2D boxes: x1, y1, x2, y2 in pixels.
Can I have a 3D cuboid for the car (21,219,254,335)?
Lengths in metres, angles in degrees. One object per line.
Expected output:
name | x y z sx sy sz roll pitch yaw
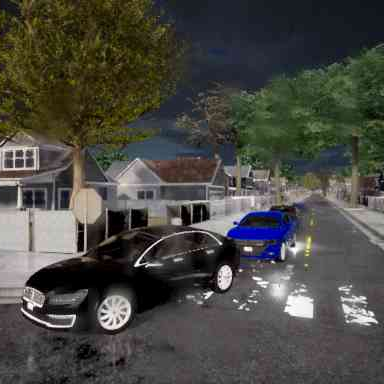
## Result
car | -0.868 1.507 6.935 1.837 1.490 4.892 0 0 42

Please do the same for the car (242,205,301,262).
car | 2.729 1.478 12.474 1.882 1.535 5.008 0 0 24

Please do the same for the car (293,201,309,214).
car | 11.621 1.609 35.882 1.895 1.301 4.718 0 0 21

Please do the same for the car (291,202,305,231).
car | 4.930 1.506 17.995 1.837 1.490 4.892 0 0 20
